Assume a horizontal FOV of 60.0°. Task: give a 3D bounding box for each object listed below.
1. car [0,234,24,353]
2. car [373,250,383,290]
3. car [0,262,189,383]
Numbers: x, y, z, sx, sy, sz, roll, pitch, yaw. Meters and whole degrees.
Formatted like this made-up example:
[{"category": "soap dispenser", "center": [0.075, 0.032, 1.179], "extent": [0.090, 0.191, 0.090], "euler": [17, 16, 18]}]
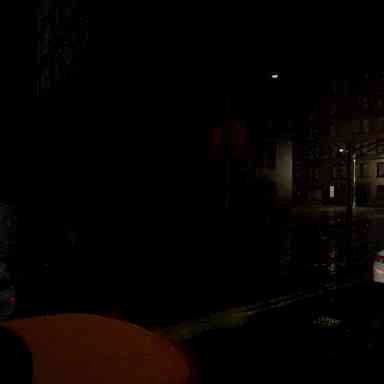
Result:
[{"category": "car", "center": [-4.866, 1.525, 4.209], "extent": [4.674, 1.442, 1.812], "euler": [0, 0, -35]}, {"category": "car", "center": [5.978, 1.531, 7.698], "extent": [4.674, 1.442, 1.812], "euler": [0, 0, -36]}, {"category": "car", "center": [-2.278, 1.477, 1.818], "extent": [5.008, 1.535, 1.882], "euler": [0, 0, -35]}]
